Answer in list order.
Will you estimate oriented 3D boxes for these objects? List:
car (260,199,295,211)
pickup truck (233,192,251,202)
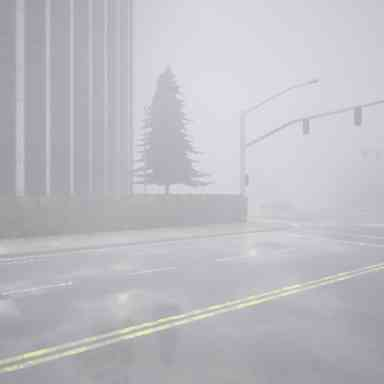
[{"bbox_3d":[10.366,1.563,40.496,1.994,1.385,4.181,0,0,-36],"label":"car"},{"bbox_3d":[10.283,1.057,68.812,2.390,2.098,6.274,0,0,-5],"label":"pickup truck"}]
